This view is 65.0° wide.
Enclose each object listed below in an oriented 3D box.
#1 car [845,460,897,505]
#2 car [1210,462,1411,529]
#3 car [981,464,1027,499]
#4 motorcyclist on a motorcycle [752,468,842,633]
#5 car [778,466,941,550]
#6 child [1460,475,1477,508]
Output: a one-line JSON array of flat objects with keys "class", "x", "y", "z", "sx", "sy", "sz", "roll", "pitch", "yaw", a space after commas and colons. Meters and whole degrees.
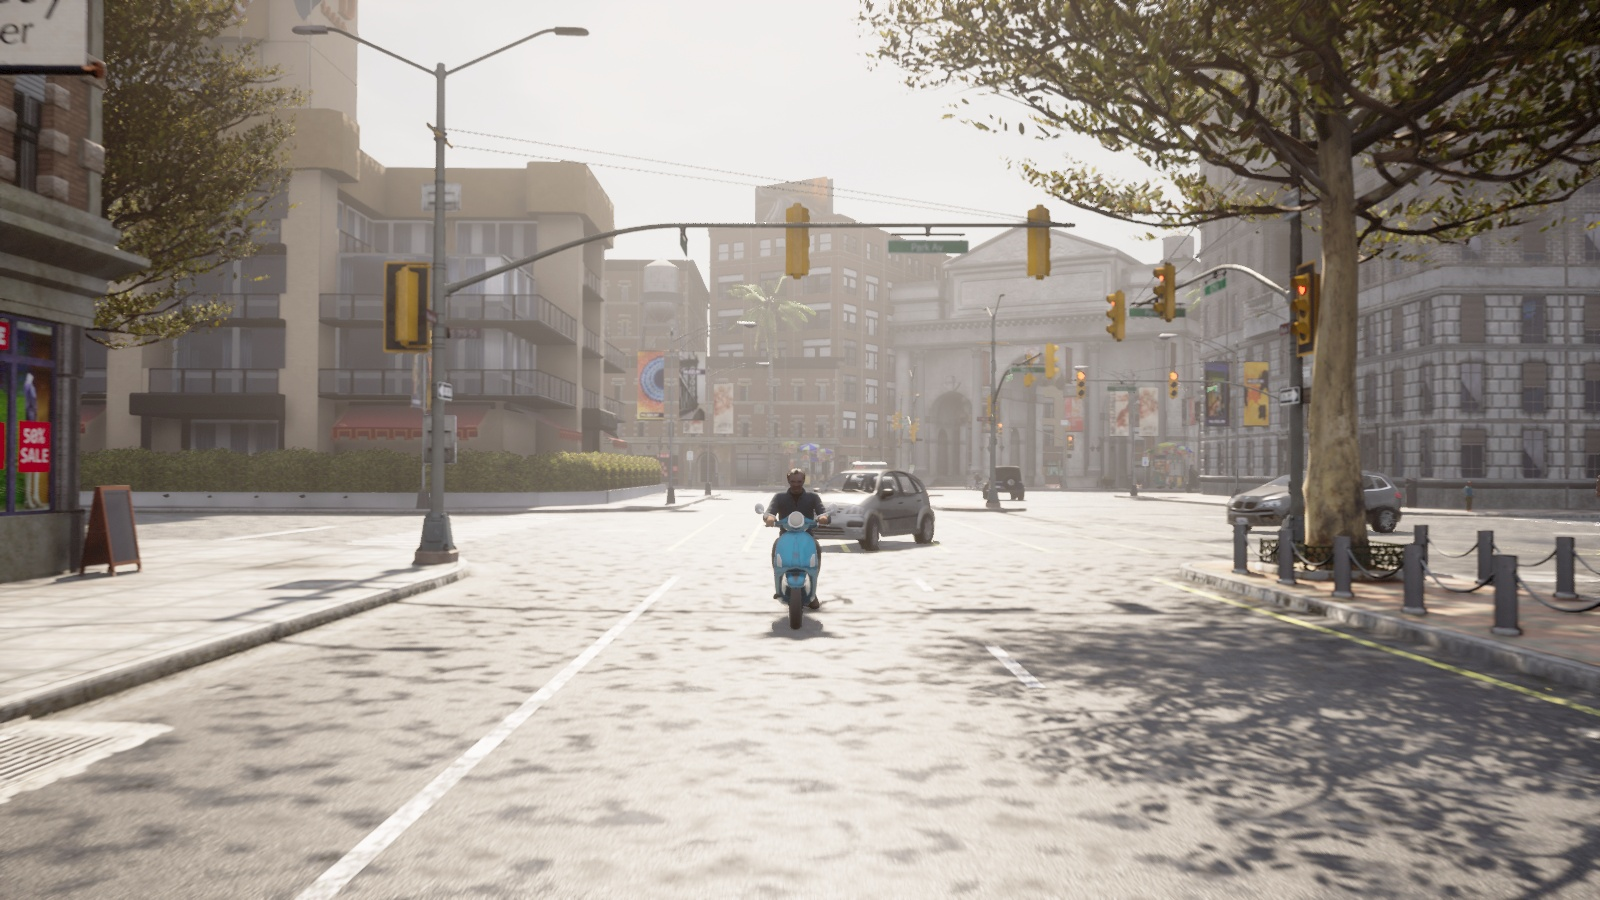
[{"class": "car", "x": 3.350, "y": 1.526, "z": 60.077, "sx": 2.150, "sy": 2.045, "sz": 5.566, "roll": 0, "pitch": -1, "yaw": 0}, {"class": "car", "x": 13.462, "y": 1.160, "z": 33.175, "sx": 4.611, "sy": 1.667, "sz": 2.242, "roll": 0, "pitch": -1, "yaw": -20}, {"class": "car", "x": 11.327, "y": 1.735, "z": 69.880, "sx": 1.905, "sy": 1.878, "sz": 3.866, "roll": 0, "pitch": -1, "yaw": 0}, {"class": "motorcyclist on a motorcycle", "x": -0.033, "y": 0.987, "z": 13.089, "sx": 0.866, "sy": 1.590, "sz": 1.817, "roll": 0, "pitch": -1, "yaw": 0}, {"class": "car", "x": 1.326, "y": 1.147, "z": 26.256, "sx": 1.851, "sy": 1.617, "sz": 3.988, "roll": -1, "pitch": -1, "yaw": 29}, {"class": "child", "x": 24.778, "y": 1.531, "z": 46.537, "sx": 0.343, "sy": 1.192, "sz": 0.448, "roll": 0, "pitch": -1, "yaw": -10}]
